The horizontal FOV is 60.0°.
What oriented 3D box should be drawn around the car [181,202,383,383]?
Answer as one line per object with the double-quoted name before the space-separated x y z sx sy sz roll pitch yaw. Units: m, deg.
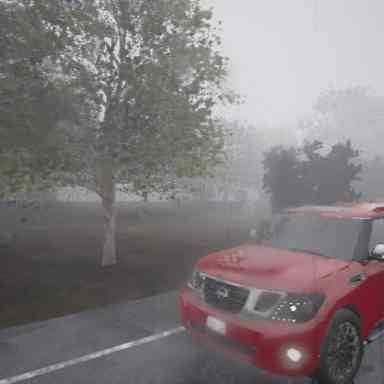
"car" 2.444 1.234 5.709 5.566 2.045 2.150 0 0 -39
